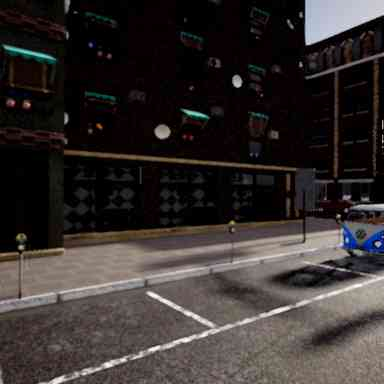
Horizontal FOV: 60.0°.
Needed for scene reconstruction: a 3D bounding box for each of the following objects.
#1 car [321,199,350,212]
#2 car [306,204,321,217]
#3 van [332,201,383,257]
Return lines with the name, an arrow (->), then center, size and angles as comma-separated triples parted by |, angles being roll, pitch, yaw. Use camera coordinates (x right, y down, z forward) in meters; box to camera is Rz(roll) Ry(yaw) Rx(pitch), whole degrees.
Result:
car -> 14.816, 1.410, 33.510 | 1.887, 1.381, 4.507 | 1, 0, -36
car -> 8.009, 1.120, 28.626 | 2.192, 1.841, 5.009 | 1, 0, -36
van -> 6.775, 1.307, 11.341 | 3.998, 1.788, 1.690 | 0, 1, -35
